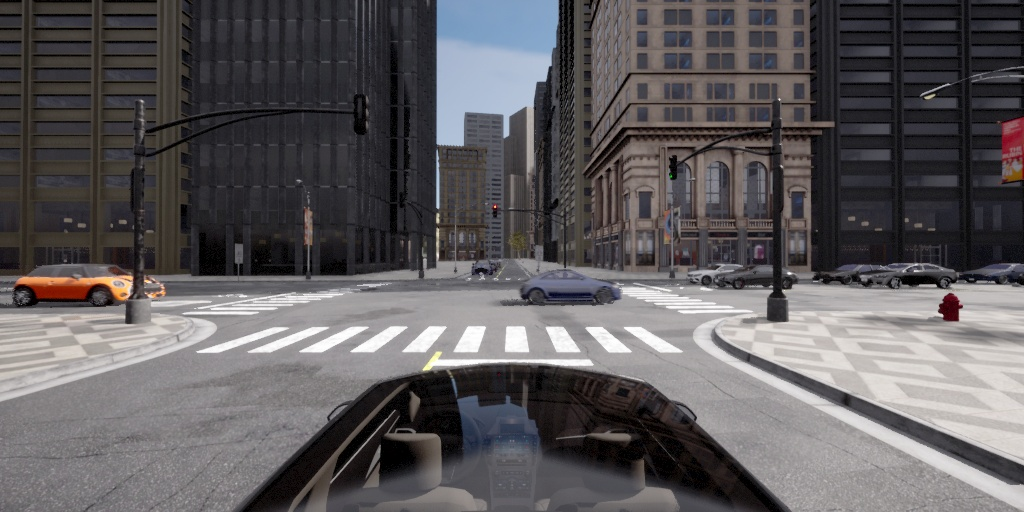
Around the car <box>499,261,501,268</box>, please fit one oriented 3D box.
[{"bbox_3d":[-3.055,1.394,55.430,1.994,1.385,4.181,0,0,0],"label":"car"}]

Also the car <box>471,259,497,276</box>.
[{"bbox_3d":[-3.048,1.141,37.627,2.097,1.767,4.553,0,0,0],"label":"car"}]

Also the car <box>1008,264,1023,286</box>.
[{"bbox_3d":[33.684,1.229,21.732,4.181,1.385,1.994,0,0,0],"label":"car"}]

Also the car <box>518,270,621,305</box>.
[{"bbox_3d":[2.356,1.262,15.012,4.181,1.385,1.994,0,0,0],"label":"car"}]

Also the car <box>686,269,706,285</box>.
[{"bbox_3d":[14.637,1.262,24.977,4.674,1.442,1.812,0,0,0],"label":"car"}]

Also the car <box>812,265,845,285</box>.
[{"bbox_3d":[24.219,1.259,24.982,5.357,1.411,2.033,0,0,0],"label":"car"}]

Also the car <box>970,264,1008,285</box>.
[{"bbox_3d":[34.647,1.235,24.990,5.357,1.411,2.033,0,0,-1],"label":"car"}]

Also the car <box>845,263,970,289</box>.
[{"bbox_3d":[23.812,1.181,21.730,4.902,1.511,2.128,0,0,0],"label":"car"}]

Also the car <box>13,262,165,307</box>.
[{"bbox_3d":[-17.460,1.119,14.996,4.553,1.767,2.097,0,0,0],"label":"car"}]

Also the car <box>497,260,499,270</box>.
[{"bbox_3d":[-3.058,1.373,46.607,1.994,1.385,4.181,0,0,0],"label":"car"}]

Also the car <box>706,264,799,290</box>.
[{"bbox_3d":[14.702,1.238,21.716,4.674,1.442,1.812,0,0,-1],"label":"car"}]
